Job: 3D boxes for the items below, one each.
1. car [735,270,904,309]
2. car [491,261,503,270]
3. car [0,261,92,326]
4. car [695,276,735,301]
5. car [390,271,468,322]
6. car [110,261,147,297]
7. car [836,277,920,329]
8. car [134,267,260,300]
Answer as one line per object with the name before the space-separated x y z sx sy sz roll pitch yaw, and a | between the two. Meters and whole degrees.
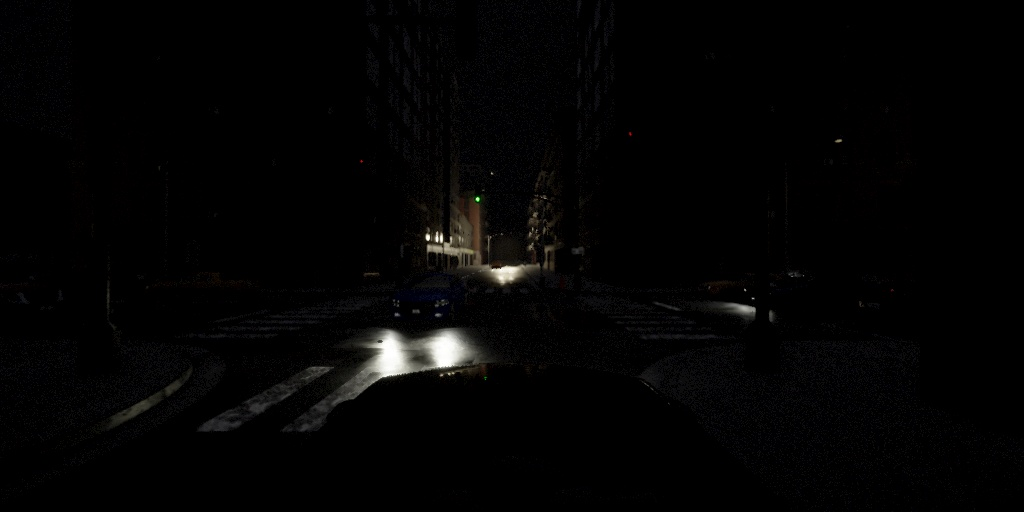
car | 12.812 1.402 15.110 5.357 1.411 2.033 0 -1 0
car | -2.682 1.616 63.271 1.882 1.535 5.008 0 0 0
car | -15.090 1.089 9.685 5.009 1.841 2.192 0 0 0
car | 11.652 1.407 17.643 4.829 1.417 1.751 0 0 0
car | -2.737 1.326 12.717 1.882 1.535 5.008 0 0 0
car | -20.740 1.171 17.724 5.009 1.841 2.192 0 0 0
car | 11.793 1.360 9.618 4.313 1.339 1.948 0 0 0
car | -15.231 1.386 17.711 4.829 1.417 1.751 0 0 0
